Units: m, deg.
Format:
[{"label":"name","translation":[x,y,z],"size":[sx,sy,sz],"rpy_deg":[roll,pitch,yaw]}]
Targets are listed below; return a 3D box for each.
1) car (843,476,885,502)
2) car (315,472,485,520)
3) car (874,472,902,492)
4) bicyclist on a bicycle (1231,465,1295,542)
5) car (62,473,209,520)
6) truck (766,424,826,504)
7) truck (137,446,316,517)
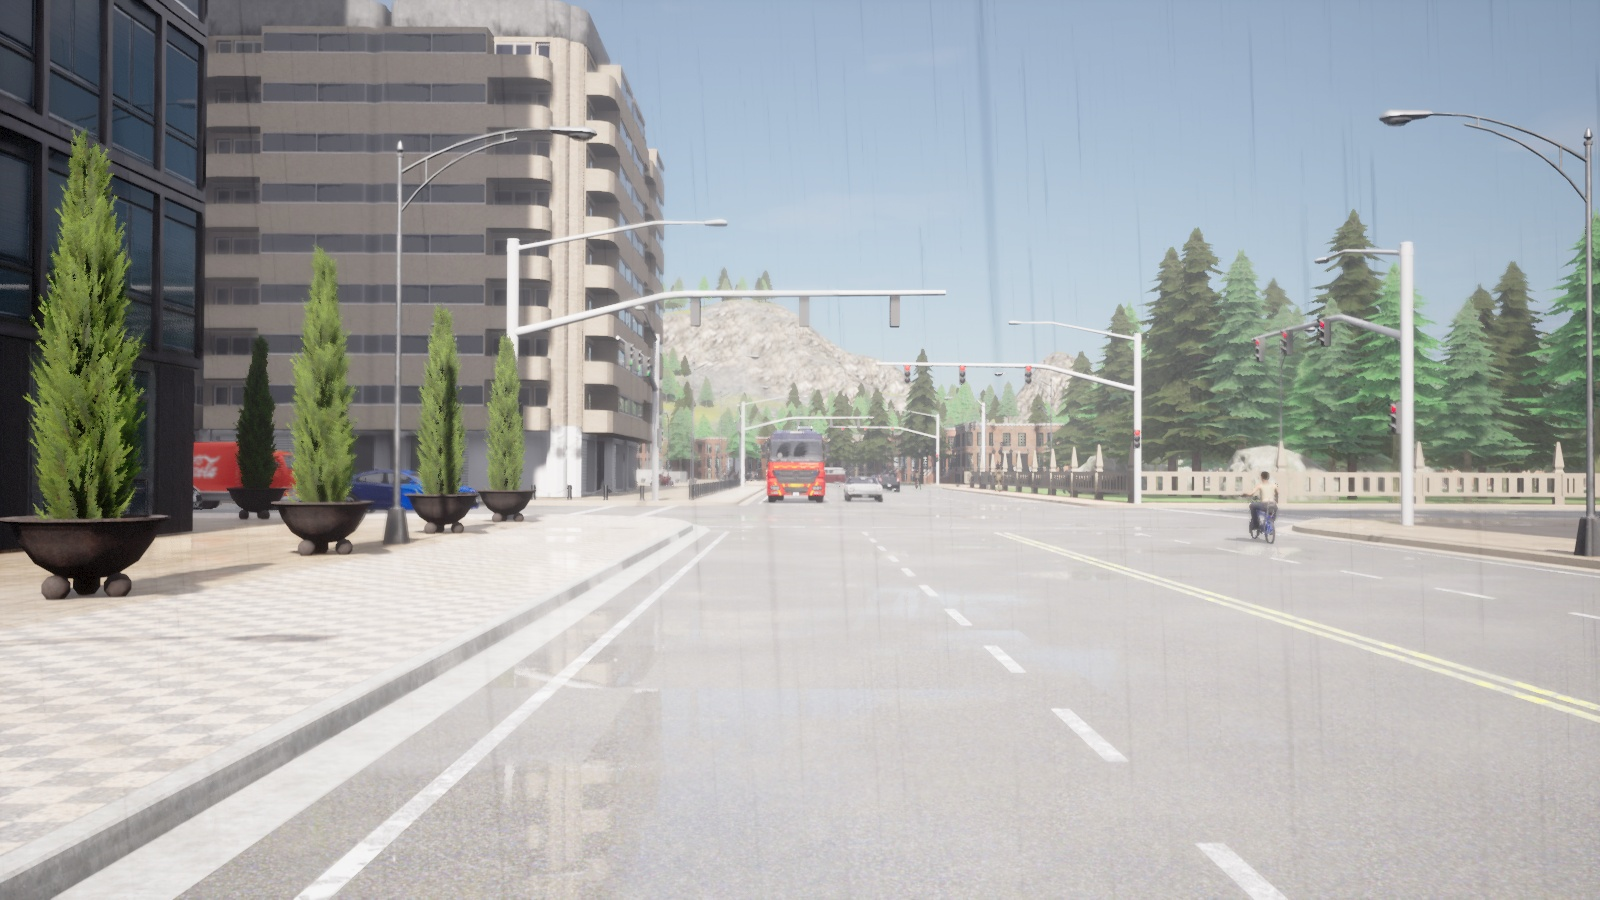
[{"label":"car","translation":[3.311,2.011,65.676],"size":[1.895,1.301,4.718],"rpy_deg":[0,-1,0]},{"label":"car","translation":[-13.090,1.487,41.321],"size":[5.008,1.535,1.882],"rpy_deg":[0,-1,0]},{"label":"car","translation":[6.723,2.423,96.059],"size":[1.845,1.501,3.633],"rpy_deg":[0,-1,0]},{"label":"bicyclist on a bicycle","translation":[10.412,1.183,28.288],"size":[0.866,1.612,1.509],"rpy_deg":[0,3,0]},{"label":"car","translation":[-21.819,1.510,41.342],"size":[3.806,1.475,1.970],"rpy_deg":[0,-1,0]},{"label":"truck","translation":[-0.192,0.747,64.916],"size":[2.891,3.827,8.468],"rpy_deg":[0,-1,0]},{"label":"truck","translation":[-20.391,1.111,44.847],"size":[5.204,2.467,2.627],"rpy_deg":[0,-1,0]}]
